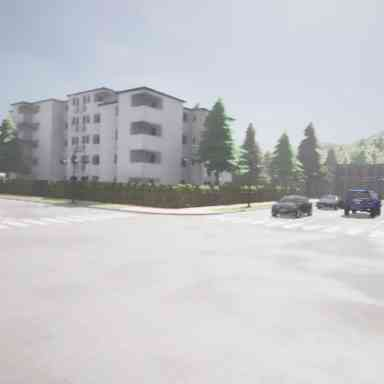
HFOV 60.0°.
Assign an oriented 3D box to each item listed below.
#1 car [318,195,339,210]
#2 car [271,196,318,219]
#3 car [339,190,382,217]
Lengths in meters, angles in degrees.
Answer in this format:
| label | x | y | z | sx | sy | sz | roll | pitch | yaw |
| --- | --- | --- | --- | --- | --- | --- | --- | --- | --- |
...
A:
| label | x | y | z | sx | sy | sz | roll | pitch | yaw |
| --- | --- | --- | --- | --- | --- | --- | --- | --- | --- |
| car | 14.225 | 1.029 | 33.826 | 2.033 | 1.411 | 5.357 | 3 | 2 | 36 |
| car | 7.402 | 1.043 | 24.305 | 1.837 | 1.490 | 4.892 | 3 | 1 | 35 |
| car | 13.997 | 0.872 | 27.181 | 2.150 | 2.045 | 5.566 | 3 | 2 | 36 |
